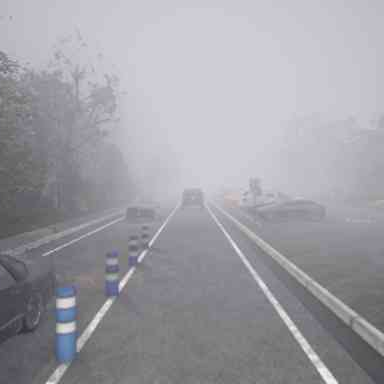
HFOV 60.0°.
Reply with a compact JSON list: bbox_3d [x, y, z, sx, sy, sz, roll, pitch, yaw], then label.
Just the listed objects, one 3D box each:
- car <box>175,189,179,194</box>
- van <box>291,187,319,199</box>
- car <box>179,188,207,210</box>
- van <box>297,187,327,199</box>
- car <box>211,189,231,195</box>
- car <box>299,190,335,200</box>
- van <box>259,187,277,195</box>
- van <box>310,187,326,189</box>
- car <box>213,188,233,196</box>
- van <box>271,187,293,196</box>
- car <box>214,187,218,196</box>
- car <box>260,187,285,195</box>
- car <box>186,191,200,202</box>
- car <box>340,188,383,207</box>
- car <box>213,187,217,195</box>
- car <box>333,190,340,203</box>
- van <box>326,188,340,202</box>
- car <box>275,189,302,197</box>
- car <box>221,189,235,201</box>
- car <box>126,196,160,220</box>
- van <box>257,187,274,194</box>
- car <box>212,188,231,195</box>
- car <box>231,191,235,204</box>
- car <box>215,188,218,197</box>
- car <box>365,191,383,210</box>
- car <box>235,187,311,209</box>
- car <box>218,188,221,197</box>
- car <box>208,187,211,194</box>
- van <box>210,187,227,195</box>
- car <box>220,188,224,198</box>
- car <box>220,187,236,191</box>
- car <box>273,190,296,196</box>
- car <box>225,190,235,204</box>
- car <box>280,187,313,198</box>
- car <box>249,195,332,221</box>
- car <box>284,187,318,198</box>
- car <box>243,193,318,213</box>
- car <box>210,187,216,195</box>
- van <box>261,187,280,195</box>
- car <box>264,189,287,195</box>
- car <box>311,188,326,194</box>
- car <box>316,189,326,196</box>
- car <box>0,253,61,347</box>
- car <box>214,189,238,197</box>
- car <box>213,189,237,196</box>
[{"bbox_3d":[-3.036,0.016,78.179,1.812,1.442,4.674,0,1,0],"label":"car"},{"bbox_3d":[20.058,0.154,59.074,4.442,1.987,1.878,0,1,0],"label":"van"},{"bbox_3d":[0.105,0.615,32.787,2.150,2.045,5.566,0,1,0],"label":"car"},{"bbox_3d":[20.268,0.199,56.302,4.442,1.987,1.878,0,1,0],"label":"van"},{"bbox_3d":[7.298,-0.023,84.245,5.008,1.535,2.097,0,1,0],"label":"car"},{"bbox_3d":[20.134,0.470,53.537,5.008,1.535,2.097,0,1,0],"label":"car"},{"bbox_3d":[20.544,-0.343,89.539,4.442,1.987,1.878,0,1,0],"label":"van"},{"bbox_3d":[19.998,0.292,50.749,4.442,1.987,1.878,0,1,0],"label":"van"},{"bbox_3d":[7.226,-0.058,78.692,4.553,1.767,2.185,0,1,0],"label":"car"},{"bbox_3d":[20.430,-0.120,75.816,4.442,1.987,1.878,0,1,0],"label":"van"},{"bbox_3d":[7.090,0.369,62.040,4.792,1.488,2.163,0,1,0],"label":"car"},{"bbox_3d":[20.354,-0.280,84.125,5.566,2.045,2.435,0,1,0],"label":"car"},{"bbox_3d":[0.152,0.650,48.767,1.994,1.385,4.181,0,1,0],"label":"car"},{"bbox_3d":[20.020,0.575,36.924,5.566,2.045,2.435,0,1,0],"label":"car"},{"bbox_3d":[7.113,0.323,64.816,4.792,1.488,2.163,0,1,0],"label":"car"},{"bbox_3d":[19.986,0.786,39.700,4.792,1.488,2.163,0,1,0],"label":"car"},{"bbox_3d":[20.155,0.461,42.585,4.442,1.987,1.878,0,1,0],"label":"van"},{"bbox_3d":[20.261,0.199,70.156,5.008,1.535,2.097,0,1,0],"label":"car"},{"bbox_3d":[6.774,0.689,42.743,5.366,1.575,1.946,0,1,0],"label":"car"},{"bbox_3d":[-3.340,1.060,23.381,1.882,1.535,5.008,0,1,0],"label":"car"},{"bbox_3d":[20.335,-0.391,92.444,4.442,1.987,1.878,0,0,0],"label":"van"},{"bbox_3d":[7.249,-0.103,81.467,4.553,1.767,2.185,0,1,0],"label":"car"},{"bbox_3d":[6.896,0.902,34.295,4.892,1.521,2.231,0,1,0],"label":"car"},{"bbox_3d":[7.067,0.414,59.264,4.792,1.488,2.163,0,1,0],"label":"car"},{"bbox_3d":[19.760,0.962,31.394,5.366,1.575,1.946,0,1,0],"label":"car"},{"bbox_3d":[6.872,0.788,28.738,5.566,2.045,2.435,0,1,0],"label":"car"},{"bbox_3d":[7.080,0.504,53.712,4.792,1.488,2.163,0,1,0],"label":"car"},{"bbox_3d":[7.049,0.110,75.919,5.366,1.575,1.946,0,1,0],"label":"car"},{"bbox_3d":[7.232,-0.339,89.794,4.442,1.987,1.878,0,1,0],"label":"van"},{"bbox_3d":[6.998,0.575,48.160,4.892,1.521,2.231,0,1,0],"label":"car"},{"bbox_3d":[7.058,0.397,50.937,4.553,1.767,2.185,0,1,0],"label":"car"},{"bbox_3d":[20.293,0.192,73.051,4.674,1.452,2.002,0,1,0],"label":"car"},{"bbox_3d":[6.727,0.828,37.071,5.366,1.575,1.946,0,1,0],"label":"car"},{"bbox_3d":[20.193,0.038,64.611,5.566,2.045,2.435,0,1,0],"label":"car"},{"bbox_3d":[6.768,1.208,23.195,4.792,1.488,2.163,0,1,0],"label":"car"},{"bbox_3d":[20.170,0.083,61.842,5.566,2.045,2.435,0,1,0],"label":"car"},{"bbox_3d":[6.826,1.109,25.969,5.008,1.535,2.097,0,1,0],"label":"car"},{"bbox_3d":[6.980,0.246,67.592,5.366,1.575,1.946,0,1,0],"label":"car"},{"bbox_3d":[20.522,-0.300,86.895,4.442,1.987,1.878,0,1,0],"label":"van"},{"bbox_3d":[20.353,0.018,81.235,5.008,1.535,2.097,0,1,0],"label":"car"},{"bbox_3d":[20.112,0.598,48.001,4.792,1.488,2.163,0,1,0],"label":"car"},{"bbox_3d":[20.090,0.653,45.362,4.792,1.488,2.163,0,1,0],"label":"car"},{"bbox_3d":[-3.350,1.512,3.884,2.033,1.411,5.357,0,1,0],"label":"car"},{"bbox_3d":[7.195,0.204,70.366,4.892,1.521,2.231,0,1,0],"label":"car"},{"bbox_3d":[7.205,0.159,73.142,4.892,1.521,2.231,0,1,0],"label":"car"}]
